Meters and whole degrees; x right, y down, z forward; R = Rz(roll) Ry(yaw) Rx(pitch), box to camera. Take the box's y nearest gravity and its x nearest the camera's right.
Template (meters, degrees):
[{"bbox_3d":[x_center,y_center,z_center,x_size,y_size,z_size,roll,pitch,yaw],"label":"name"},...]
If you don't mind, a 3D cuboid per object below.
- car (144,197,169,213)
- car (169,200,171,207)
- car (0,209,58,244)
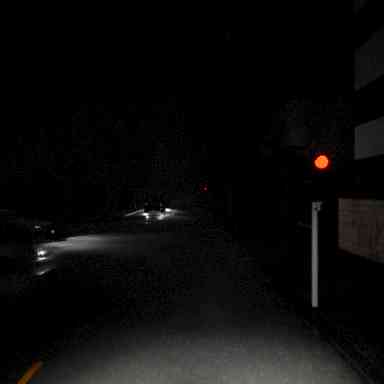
[{"bbox_3d":[-4.127,1.351,37.574,2.097,1.767,4.553,0,0,0],"label":"car"},{"bbox_3d":[-4.116,1.599,47.636,1.895,1.301,4.718,0,0,0],"label":"car"},{"bbox_3d":[-8.635,1.525,15.544,4.674,1.442,1.812,0,0,9],"label":"car"}]
